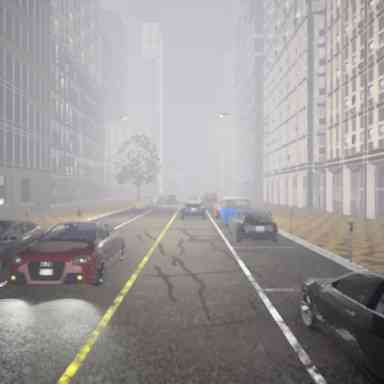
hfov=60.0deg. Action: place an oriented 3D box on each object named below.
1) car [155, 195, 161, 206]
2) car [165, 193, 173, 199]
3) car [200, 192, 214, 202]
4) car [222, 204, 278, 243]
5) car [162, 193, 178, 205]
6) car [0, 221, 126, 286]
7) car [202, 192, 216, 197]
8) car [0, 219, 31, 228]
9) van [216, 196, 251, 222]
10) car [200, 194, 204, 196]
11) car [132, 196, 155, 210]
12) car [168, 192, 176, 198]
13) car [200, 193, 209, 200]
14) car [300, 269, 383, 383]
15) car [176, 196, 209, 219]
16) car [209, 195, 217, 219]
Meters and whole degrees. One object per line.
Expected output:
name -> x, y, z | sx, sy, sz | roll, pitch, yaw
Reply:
car -> -5.683, 1.246, 43.746 | 2.008, 1.369, 4.403 | 0, 0, 0
car -> -5.678, 0.969, 83.589 | 1.802, 1.307, 4.206 | 0, 0, 0
car -> 2.701, 0.882, 60.808 | 2.192, 1.841, 5.009 | 0, 0, 0
car -> 2.695, 1.465, 15.272 | 1.947, 1.339, 4.313 | 0, 0, 0
car -> -3.073, 1.122, 50.661 | 1.882, 1.535, 5.008 | 0, 0, 0
car -> -3.100, 1.504, 9.061 | 1.994, 1.385, 4.181 | 0, 0, 0
car -> 2.700, 0.969, 49.423 | 2.192, 1.841, 5.009 | 0, 0, 0
car -> -5.687, 1.503, 9.590 | 1.947, 1.339, 4.313 | 0, 0, 0
van -> 2.696, 1.201, 20.965 | 1.690, 1.788, 3.998 | 0, 0, 0
car -> 0.104, 1.280, 40.987 | 1.994, 1.385, 4.181 | 0, 0, 0
car -> -5.683, 1.264, 37.882 | 1.752, 1.417, 4.829 | 0, 0, 0
car -> -5.677, 0.844, 94.975 | 2.008, 1.369, 4.403 | 0, 0, 0
car -> 2.701, 1.002, 72.362 | 1.752, 1.417, 4.829 | 0, 0, 0
car -> 2.693, 1.540, 3.888 | 1.947, 1.339, 4.313 | 0, 0, 0
car -> 0.103, 1.321, 27.003 | 2.163, 1.488, 4.792 | 0, 0, 0
car -> 2.696, 1.260, 26.656 | 1.967, 1.590, 4.097 | 0, 0, 0
